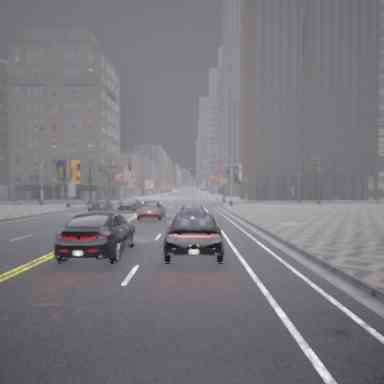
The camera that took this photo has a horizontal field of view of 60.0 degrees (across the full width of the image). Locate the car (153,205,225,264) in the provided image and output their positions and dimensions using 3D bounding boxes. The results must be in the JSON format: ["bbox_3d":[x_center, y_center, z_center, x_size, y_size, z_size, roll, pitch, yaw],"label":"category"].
[{"bbox_3d":[0.066,1.438,11.651,2.128,1.511,4.902,0,0,0],"label":"car"}]

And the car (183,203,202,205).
[{"bbox_3d":[0.056,1.497,25.338,1.895,1.301,4.718,0,0,0],"label":"car"}]

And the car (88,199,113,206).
[{"bbox_3d":[-9.837,1.424,36.122,1.994,1.385,4.181,0,0,0],"label":"car"}]

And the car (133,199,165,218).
[{"bbox_3d":[-3.186,1.454,26.907,1.994,1.385,4.181,0,0,0],"label":"car"}]

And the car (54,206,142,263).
[{"bbox_3d":[-3.183,1.451,11.734,1.837,1.490,4.892,0,0,0],"label":"car"}]

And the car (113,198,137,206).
[{"bbox_3d":[-6.590,1.340,35.134,1.882,1.535,5.008,0,0,0],"label":"car"}]
